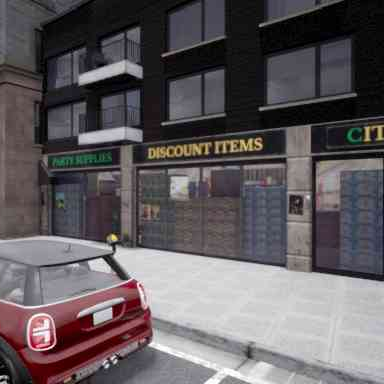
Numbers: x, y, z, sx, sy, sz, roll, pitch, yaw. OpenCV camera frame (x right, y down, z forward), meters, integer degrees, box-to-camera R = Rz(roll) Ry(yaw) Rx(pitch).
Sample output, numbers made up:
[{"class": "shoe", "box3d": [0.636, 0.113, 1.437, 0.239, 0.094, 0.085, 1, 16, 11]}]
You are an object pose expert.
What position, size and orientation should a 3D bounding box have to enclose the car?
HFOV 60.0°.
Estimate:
[{"class": "car", "box3d": [-2.594, 1.440, 4.925, 4.097, 1.590, 1.967, 0, 0, 35]}]
